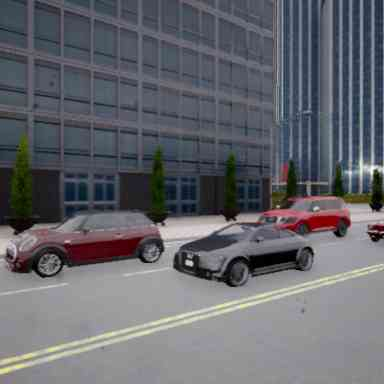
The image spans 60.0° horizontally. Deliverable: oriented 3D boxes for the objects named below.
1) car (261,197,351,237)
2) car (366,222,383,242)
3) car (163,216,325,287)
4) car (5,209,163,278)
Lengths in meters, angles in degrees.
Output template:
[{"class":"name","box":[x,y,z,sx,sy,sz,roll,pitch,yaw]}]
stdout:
[{"class":"car","box":[5.746,1.261,16.686,5.566,2.045,2.150,0,0,-36]},{"class":"car","box":[10.160,1.649,15.520,4.718,1.301,1.895,0,0,-35]},{"class":"car","box":[1.558,1.582,9.401,4.181,1.385,1.994,0,0,-36]},{"class":"car","box":[-3.170,1.360,10.329,4.553,1.767,2.097,0,0,-35]}]
